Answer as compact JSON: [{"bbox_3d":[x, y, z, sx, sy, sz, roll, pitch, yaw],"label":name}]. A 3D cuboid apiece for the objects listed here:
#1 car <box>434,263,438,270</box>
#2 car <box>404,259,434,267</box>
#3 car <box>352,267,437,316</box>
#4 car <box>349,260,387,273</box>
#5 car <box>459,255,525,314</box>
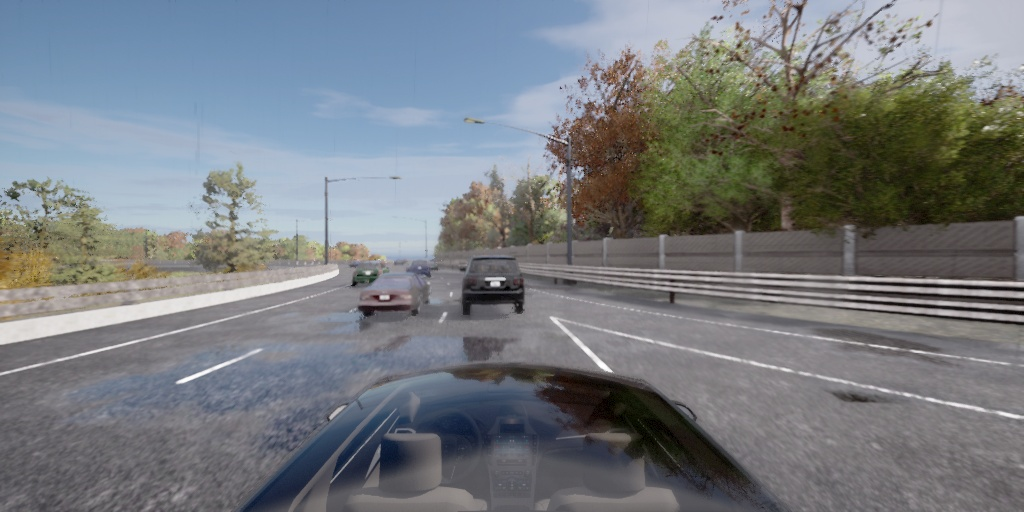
[{"bbox_3d":[-12.043,1.410,51.520,1.994,1.385,4.181,0,0,-26],"label":"car"},{"bbox_3d":[-9.599,1.175,36.761,2.097,1.767,4.553,0,0,-18],"label":"car"},{"bbox_3d":[-4.226,1.327,13.565,2.033,1.411,5.357,0,0,-7],"label":"car"},{"bbox_3d":[-9.982,1.170,25.723,2.097,1.767,4.553,0,0,-13],"label":"car"},{"bbox_3d":[-0.857,0.984,14.091,2.150,2.045,5.566,0,0,-7],"label":"car"}]
